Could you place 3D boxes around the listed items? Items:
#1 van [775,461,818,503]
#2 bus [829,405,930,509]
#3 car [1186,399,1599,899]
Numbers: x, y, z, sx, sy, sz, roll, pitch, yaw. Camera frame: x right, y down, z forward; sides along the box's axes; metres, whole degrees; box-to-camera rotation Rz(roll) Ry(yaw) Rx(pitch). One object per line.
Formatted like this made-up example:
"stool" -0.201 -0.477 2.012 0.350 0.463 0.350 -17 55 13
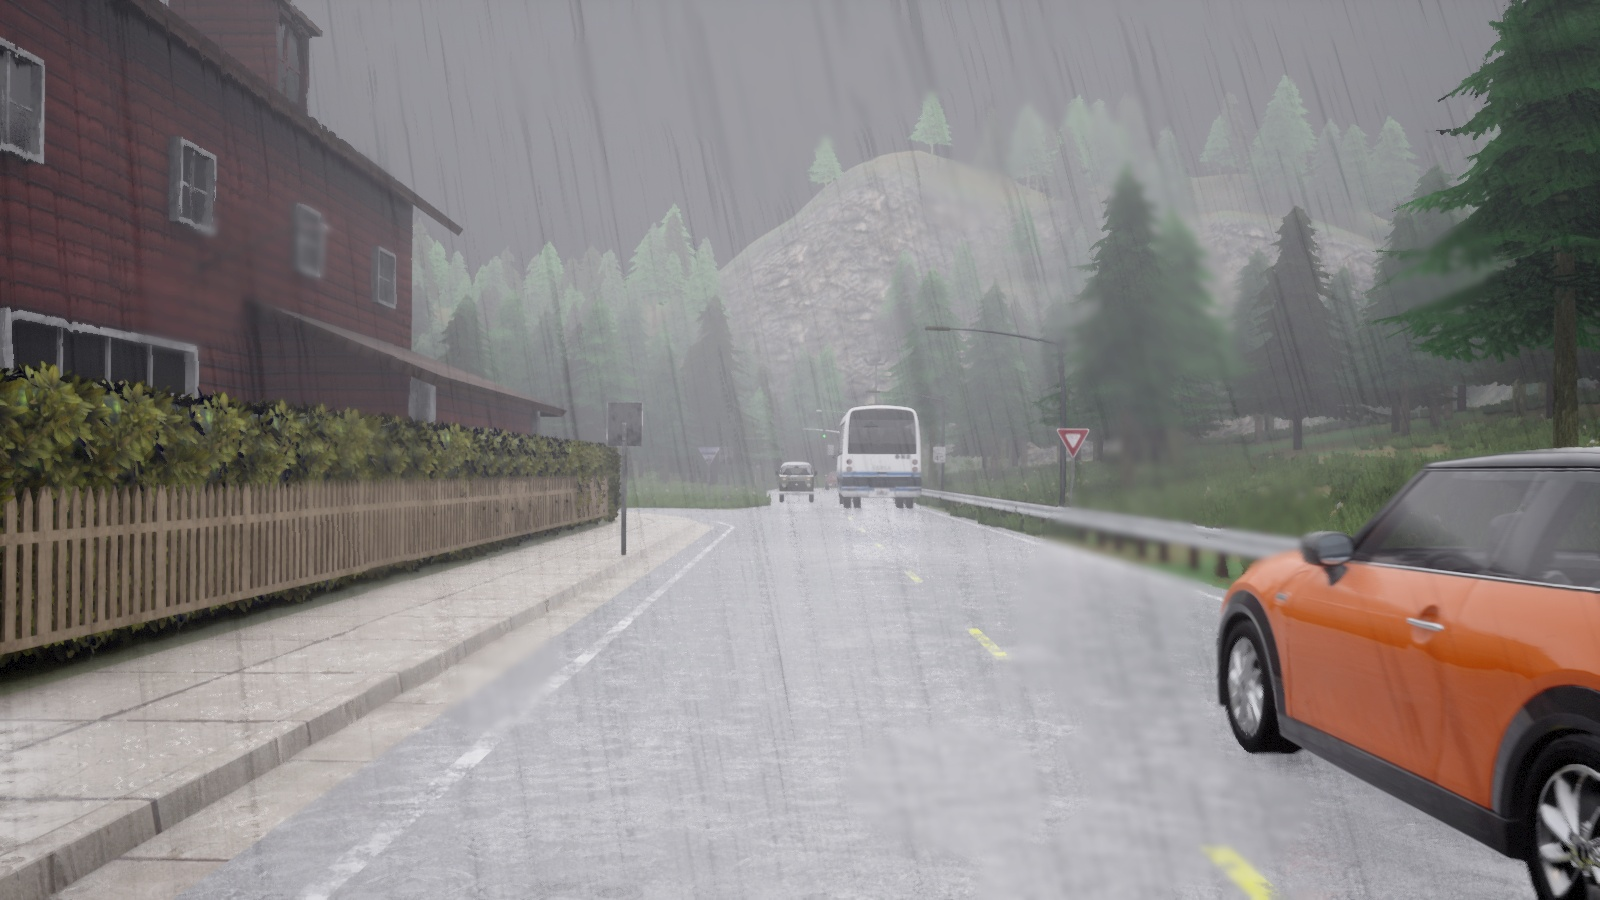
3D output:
"van" -0.166 1.598 63.050 2.069 2.038 4.480 0 -1 0
"bus" 3.356 0.373 56.395 3.944 4.253 10.273 0 -1 0
"car" 3.496 0.755 5.665 2.097 1.767 4.553 0 -1 0
